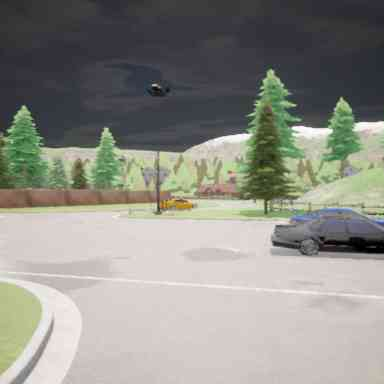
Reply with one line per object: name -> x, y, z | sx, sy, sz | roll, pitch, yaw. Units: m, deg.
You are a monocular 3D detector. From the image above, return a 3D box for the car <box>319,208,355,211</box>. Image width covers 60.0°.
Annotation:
car -> 6.983, 1.492, 15.301 | 5.008, 1.535, 1.882 | 0, 0, 13

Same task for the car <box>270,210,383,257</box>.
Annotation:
car -> 5.561, 1.559, 12.041 | 5.357, 1.411, 2.033 | 0, 0, 13

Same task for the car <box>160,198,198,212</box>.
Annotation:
car -> -1.568, 1.494, 39.852 | 5.008, 1.535, 1.882 | 0, 0, -37
